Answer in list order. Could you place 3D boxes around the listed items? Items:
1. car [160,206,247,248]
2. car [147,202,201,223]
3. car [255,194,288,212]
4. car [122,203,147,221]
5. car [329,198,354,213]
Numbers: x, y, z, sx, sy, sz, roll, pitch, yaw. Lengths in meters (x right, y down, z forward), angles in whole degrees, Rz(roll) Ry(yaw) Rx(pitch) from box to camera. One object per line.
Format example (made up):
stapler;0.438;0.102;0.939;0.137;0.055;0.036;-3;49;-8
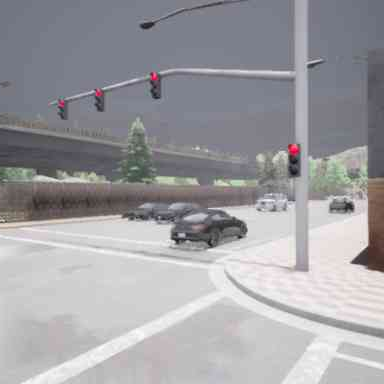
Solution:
car;0.837;1.502;14.788;1.812;1.442;4.674;-1;0;32
car;-0.788;1.487;24.943;1.882;1.535;5.008;0;0;36
car;9.426;1.221;39.137;2.150;2.045;5.566;0;0;36
car;-3.272;1.573;27.482;2.033;1.411;5.357;0;0;36
car;16.552;1.455;36.727;2.128;1.511;4.902;0;0;36
